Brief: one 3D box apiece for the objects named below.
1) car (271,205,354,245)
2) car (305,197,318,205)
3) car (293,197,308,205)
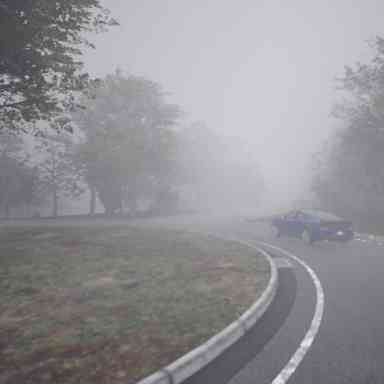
[{"bbox_3d":[5.607,1.592,16.226,1.882,1.535,5.008,0,-1,-12],"label":"car"},{"bbox_3d":[24.925,1.817,69.457,1.812,1.442,4.674,-1,-1,29],"label":"car"},{"bbox_3d":[19.714,1.772,60.139,2.097,1.767,4.553,-1,-1,30],"label":"car"}]
